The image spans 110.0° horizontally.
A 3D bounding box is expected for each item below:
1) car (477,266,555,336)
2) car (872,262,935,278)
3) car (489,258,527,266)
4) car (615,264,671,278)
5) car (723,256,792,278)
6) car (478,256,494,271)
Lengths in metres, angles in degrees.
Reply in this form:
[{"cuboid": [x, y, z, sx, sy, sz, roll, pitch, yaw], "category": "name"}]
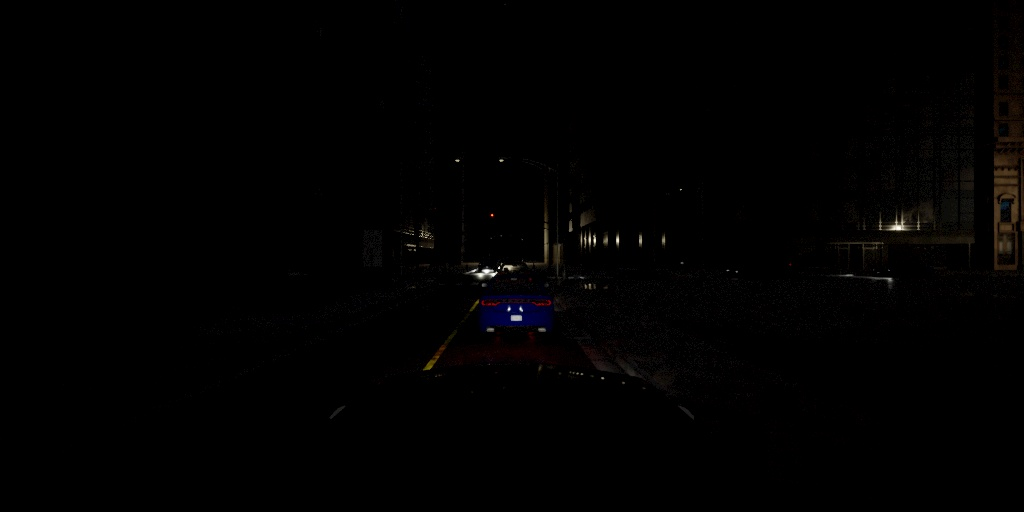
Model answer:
[{"cuboid": [0.099, 1.229, 10.456, 1.882, 1.535, 5.008, 0, 0, 0], "category": "car"}, {"cuboid": [36.389, 1.268, 33.342, 4.674, 1.442, 1.812, 0, 0, 0], "category": "car"}, {"cuboid": [0.152, 1.107, 19.325, 2.097, 1.767, 4.553, 0, 0, 2], "category": "car"}, {"cuboid": [12.045, 1.371, 33.342, 4.718, 1.301, 1.895, 0, 0, 3], "category": "car"}, {"cuboid": [22.825, 0.984, 33.353, 5.566, 2.045, 2.150, 0, 0, 0], "category": "car"}, {"cuboid": [-3.107, 1.000, 45.870, 2.150, 2.045, 5.566, 0, 0, -2], "category": "car"}]
